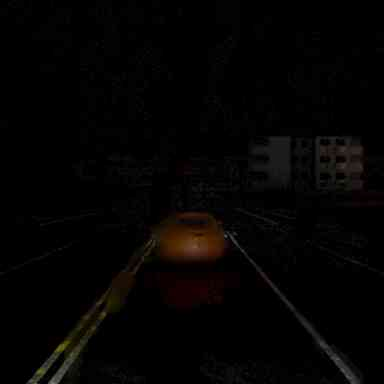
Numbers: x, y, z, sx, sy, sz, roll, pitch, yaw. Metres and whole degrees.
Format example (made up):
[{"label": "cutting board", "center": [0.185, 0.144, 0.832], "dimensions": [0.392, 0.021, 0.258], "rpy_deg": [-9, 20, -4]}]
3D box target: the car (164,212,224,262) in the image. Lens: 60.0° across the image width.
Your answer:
[{"label": "car", "center": [0.073, 1.482, 12.187], "dimensions": [1.882, 1.535, 5.008], "rpy_deg": [0, 0, 0]}]
